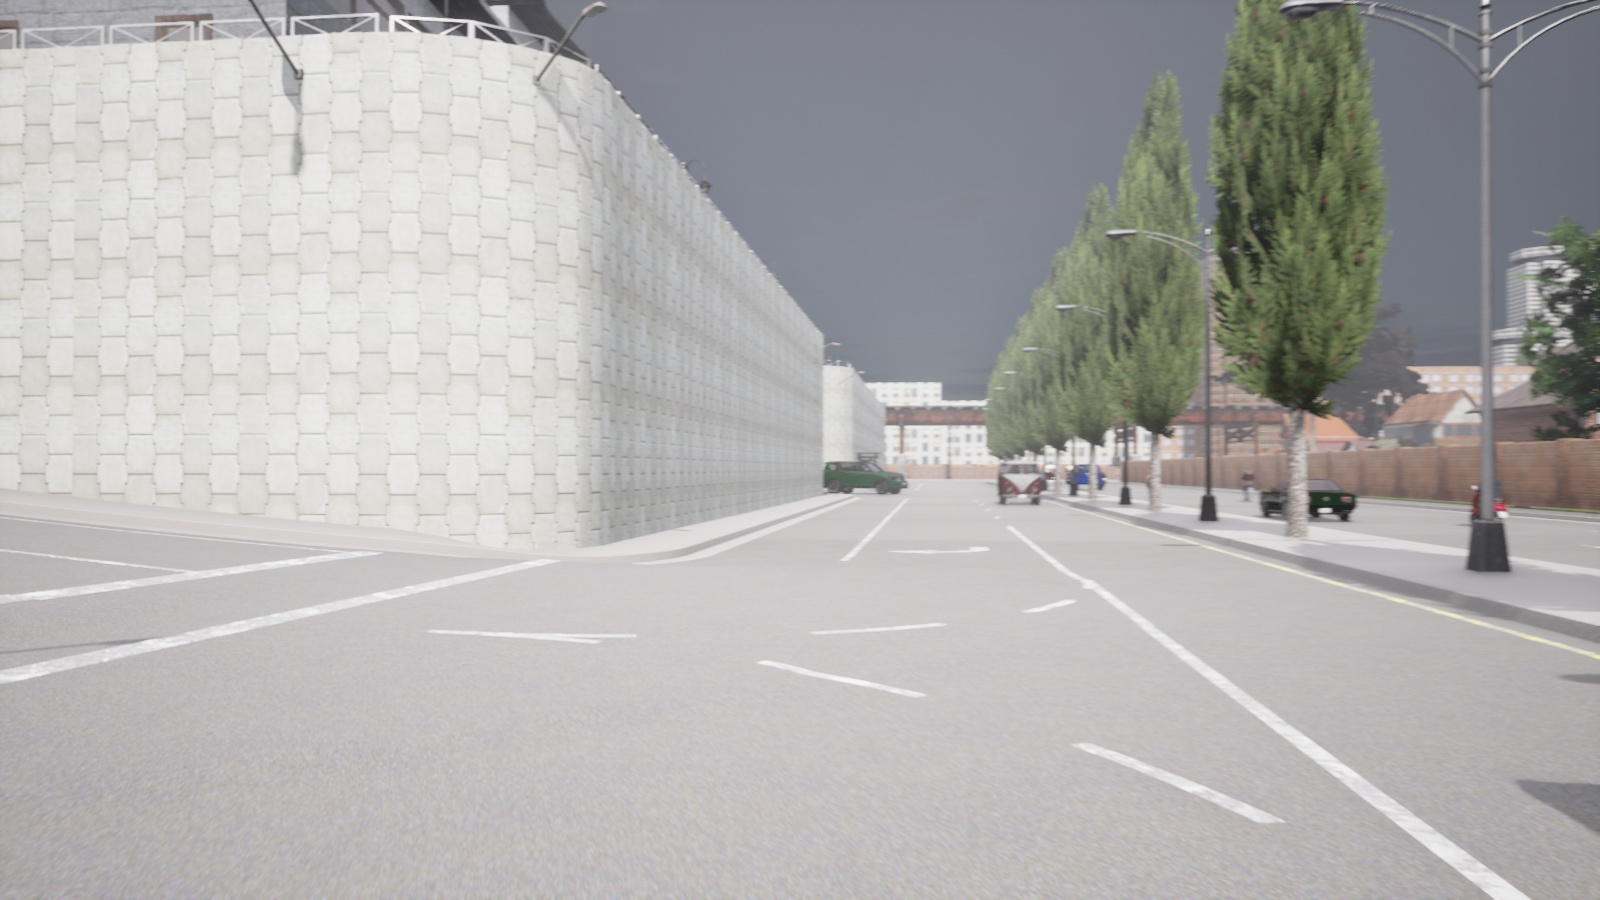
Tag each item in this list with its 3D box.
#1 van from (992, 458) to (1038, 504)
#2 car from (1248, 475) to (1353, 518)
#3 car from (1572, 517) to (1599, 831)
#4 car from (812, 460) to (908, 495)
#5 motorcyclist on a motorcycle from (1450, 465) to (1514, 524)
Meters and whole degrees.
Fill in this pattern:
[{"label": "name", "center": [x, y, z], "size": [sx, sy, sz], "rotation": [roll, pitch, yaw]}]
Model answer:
[{"label": "van", "center": [9.691, 1.401, 56.811], "size": [1.775, 1.987, 4.442], "rotation": [0, -1, 6]}, {"label": "car", "center": [16.022, 1.459, 40.449], "size": [1.895, 1.301, 4.718], "rotation": [0, -1, 6]}, {"label": "car", "center": [4.061, 0.918, 3.030], "size": [1.895, 1.301, 4.718], "rotation": [0, -1, 6]}, {"label": "car", "center": [3.673, 1.707, 77.808], "size": [5.566, 2.045, 2.150], "rotation": [-1, -2, 30]}, {"label": "motorcyclist on a motorcycle", "center": [18.944, 1.210, 34.917], "size": [0.866, 1.590, 1.817], "rotation": [0, -1, 4]}]
